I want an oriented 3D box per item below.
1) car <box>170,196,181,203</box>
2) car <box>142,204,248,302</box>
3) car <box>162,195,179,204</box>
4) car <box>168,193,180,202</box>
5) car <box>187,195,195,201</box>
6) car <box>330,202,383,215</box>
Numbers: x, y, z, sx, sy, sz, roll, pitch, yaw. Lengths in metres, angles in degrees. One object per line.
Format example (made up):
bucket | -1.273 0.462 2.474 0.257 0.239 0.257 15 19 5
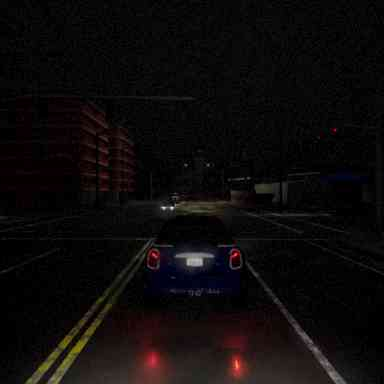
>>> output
car | -3.664 1.568 74.213 2.033 1.411 5.357 0 0 0
car | 0.058 1.355 8.440 2.097 1.767 4.553 0 0 0
car | -3.713 1.567 53.450 2.033 1.411 5.357 0 0 0
car | -3.692 1.245 63.740 2.150 2.045 5.566 0 0 0
car | -0.180 1.531 81.233 1.837 1.490 4.892 0 0 0
car | 16.394 1.613 33.150 4.718 1.301 1.895 0 0 0
